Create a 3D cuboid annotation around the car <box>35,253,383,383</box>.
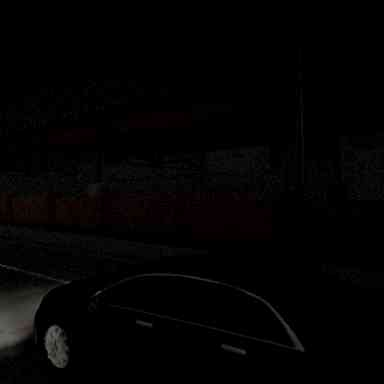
[{"bbox_3d":[0.076,1.505,3.936,4.892,1.490,1.837,0,0,35],"label":"car"}]
